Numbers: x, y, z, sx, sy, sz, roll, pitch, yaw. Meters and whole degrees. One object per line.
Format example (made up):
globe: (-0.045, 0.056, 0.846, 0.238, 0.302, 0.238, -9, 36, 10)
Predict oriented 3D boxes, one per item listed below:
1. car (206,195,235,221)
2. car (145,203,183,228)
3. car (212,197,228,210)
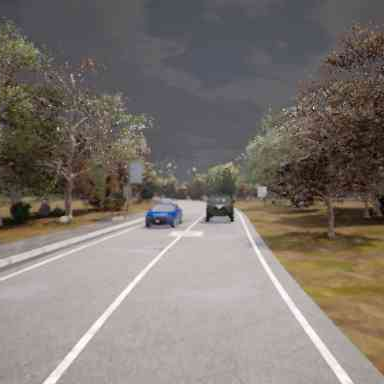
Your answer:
car: (2.302, 1.221, 26.975, 2.150, 2.045, 5.566, 0, 0, 6)
car: (-1.769, 1.492, 22.356, 1.882, 1.535, 5.008, 0, 0, 7)
car: (3.689, 1.495, 44.235, 1.882, 1.535, 5.008, 0, 0, 2)
